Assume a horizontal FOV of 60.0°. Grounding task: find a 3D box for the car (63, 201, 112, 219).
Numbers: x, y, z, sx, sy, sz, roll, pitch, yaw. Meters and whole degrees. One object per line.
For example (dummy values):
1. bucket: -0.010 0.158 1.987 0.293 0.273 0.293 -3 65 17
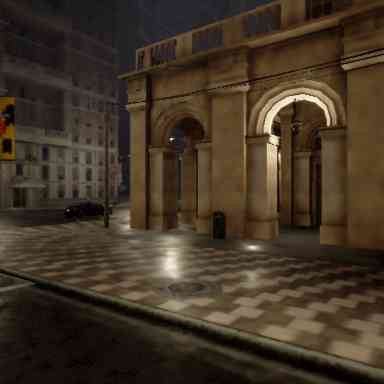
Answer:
1. car: -9.027 1.493 29.055 1.994 1.385 4.181 0 0 35
